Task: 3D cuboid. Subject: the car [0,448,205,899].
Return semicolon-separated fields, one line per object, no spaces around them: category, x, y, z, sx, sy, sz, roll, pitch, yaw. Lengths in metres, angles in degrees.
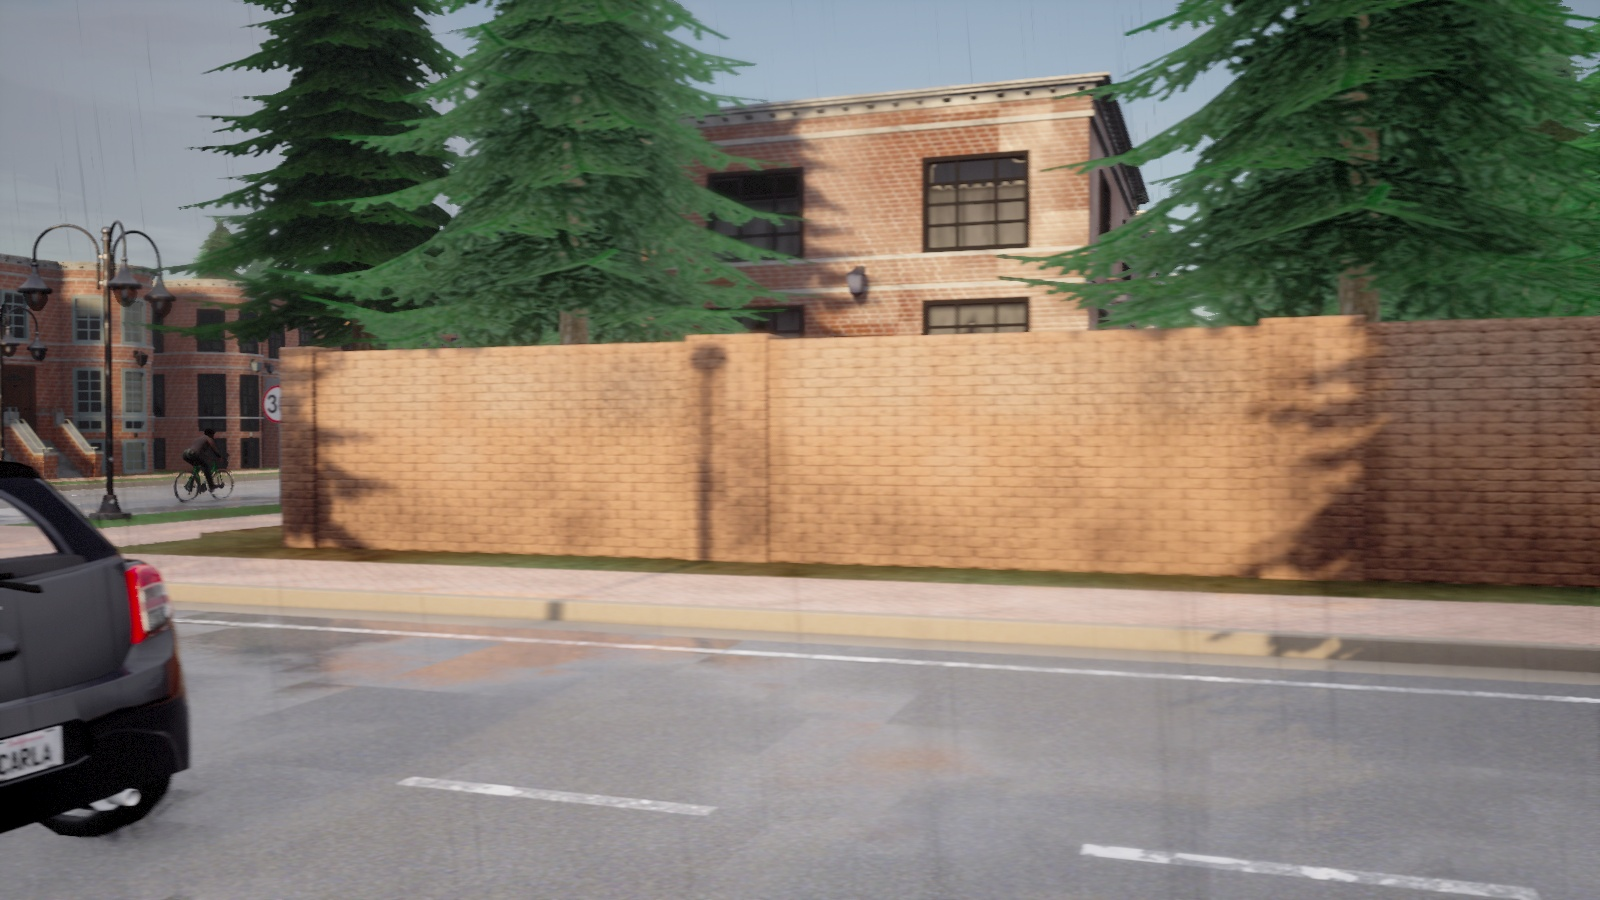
car;-4.370;0.749;4.664;3.633;1.501;1.845;1;1;19

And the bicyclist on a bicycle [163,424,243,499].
bicyclist on a bicycle;-13.266;0.243;27.954;0.582;1.620;1.656;1;1;21
